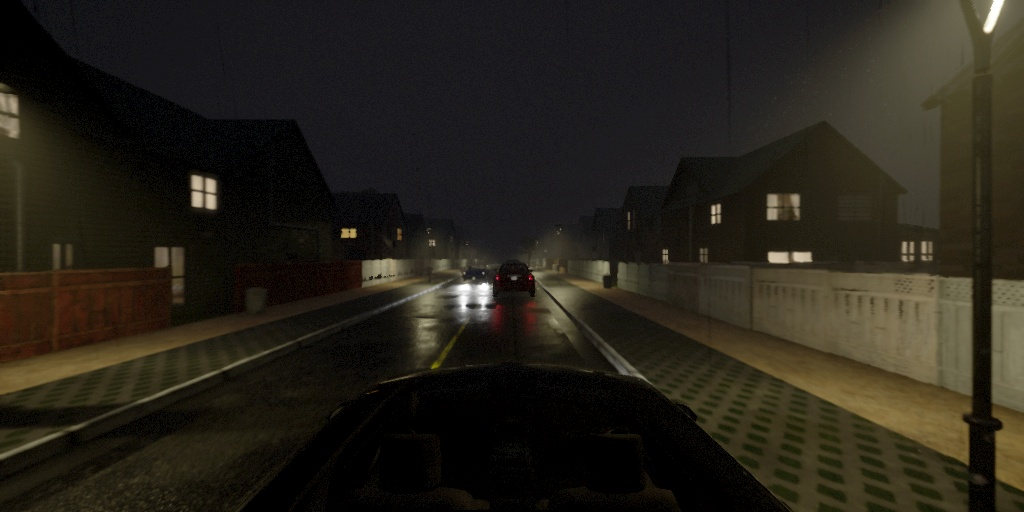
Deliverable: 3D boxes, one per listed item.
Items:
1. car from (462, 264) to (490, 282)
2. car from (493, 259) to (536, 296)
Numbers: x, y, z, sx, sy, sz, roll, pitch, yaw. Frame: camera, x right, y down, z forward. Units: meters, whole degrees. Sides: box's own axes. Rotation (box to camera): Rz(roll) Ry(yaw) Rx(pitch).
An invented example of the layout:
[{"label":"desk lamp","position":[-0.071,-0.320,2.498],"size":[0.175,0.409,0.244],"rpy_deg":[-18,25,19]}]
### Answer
[{"label":"car","position":[-2.828,1.357,28.838],"size":[1.895,1.301,4.718],"rpy_deg":[0,0,0]},{"label":"car","position":[0.103,1.097,19.231],"size":[2.097,1.767,4.553],"rpy_deg":[0,0,0]}]
